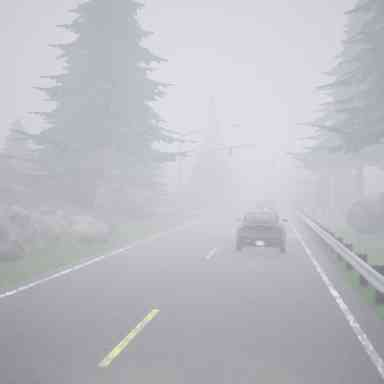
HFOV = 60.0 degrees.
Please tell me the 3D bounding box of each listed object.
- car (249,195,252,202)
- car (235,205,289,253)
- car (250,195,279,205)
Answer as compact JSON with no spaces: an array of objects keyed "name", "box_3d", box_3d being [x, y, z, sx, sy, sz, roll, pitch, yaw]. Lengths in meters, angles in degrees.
[{"name":"car","box_3d":[13.953,1.466,75.602,1.837,1.490,4.892,0,0,13]},{"name":"car","box_3d":[2.897,1.515,13.827,1.837,1.490,4.892,0,0,13]},{"name":"car","box_3d":[6.352,1.364,28.392,2.097,1.767,4.553,0,0,13]}]
